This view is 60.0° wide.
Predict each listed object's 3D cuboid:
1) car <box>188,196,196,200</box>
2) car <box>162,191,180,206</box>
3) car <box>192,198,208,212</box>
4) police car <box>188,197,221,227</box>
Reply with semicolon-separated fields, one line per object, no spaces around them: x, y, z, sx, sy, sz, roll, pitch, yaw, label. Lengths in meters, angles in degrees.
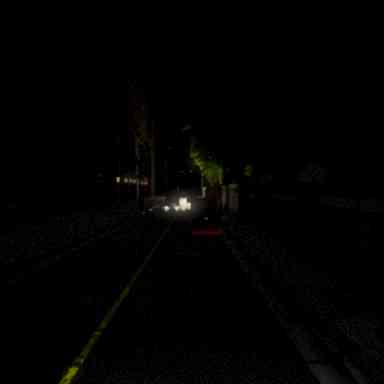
0.891;1.339;33.000;2.097;1.767;4.553;0;0;0;car
-3.075;1.149;52.699;2.150;2.045;5.566;0;0;0;car
0.890;1.478;39.030;1.837;1.490;4.892;0;0;0;car
0.894;1.429;23.140;1.930;1.638;5.238;0;0;0;police car
